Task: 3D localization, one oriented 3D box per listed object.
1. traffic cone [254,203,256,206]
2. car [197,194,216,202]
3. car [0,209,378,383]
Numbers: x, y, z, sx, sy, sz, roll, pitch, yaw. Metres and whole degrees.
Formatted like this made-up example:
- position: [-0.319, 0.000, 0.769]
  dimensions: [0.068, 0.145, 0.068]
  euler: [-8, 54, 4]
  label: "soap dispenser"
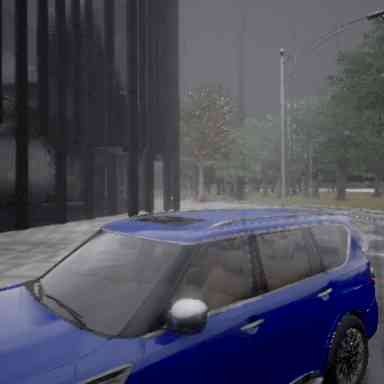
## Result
- position: [9.310, 1.841, 48.998]
  dimensions: [0.340, 0.580, 0.340]
  euler: [0, 1, -26]
  label: "traffic cone"
- position: [2.759, 1.172, 64.108]
  dimensions: [2.128, 1.511, 4.902]
  euler: [0, 1, -32]
  label: "car"
- position: [-0.098, 1.253, 3.491]
  dimensions: [5.566, 2.045, 2.150]
  euler: [0, 0, -40]
  label: "car"
